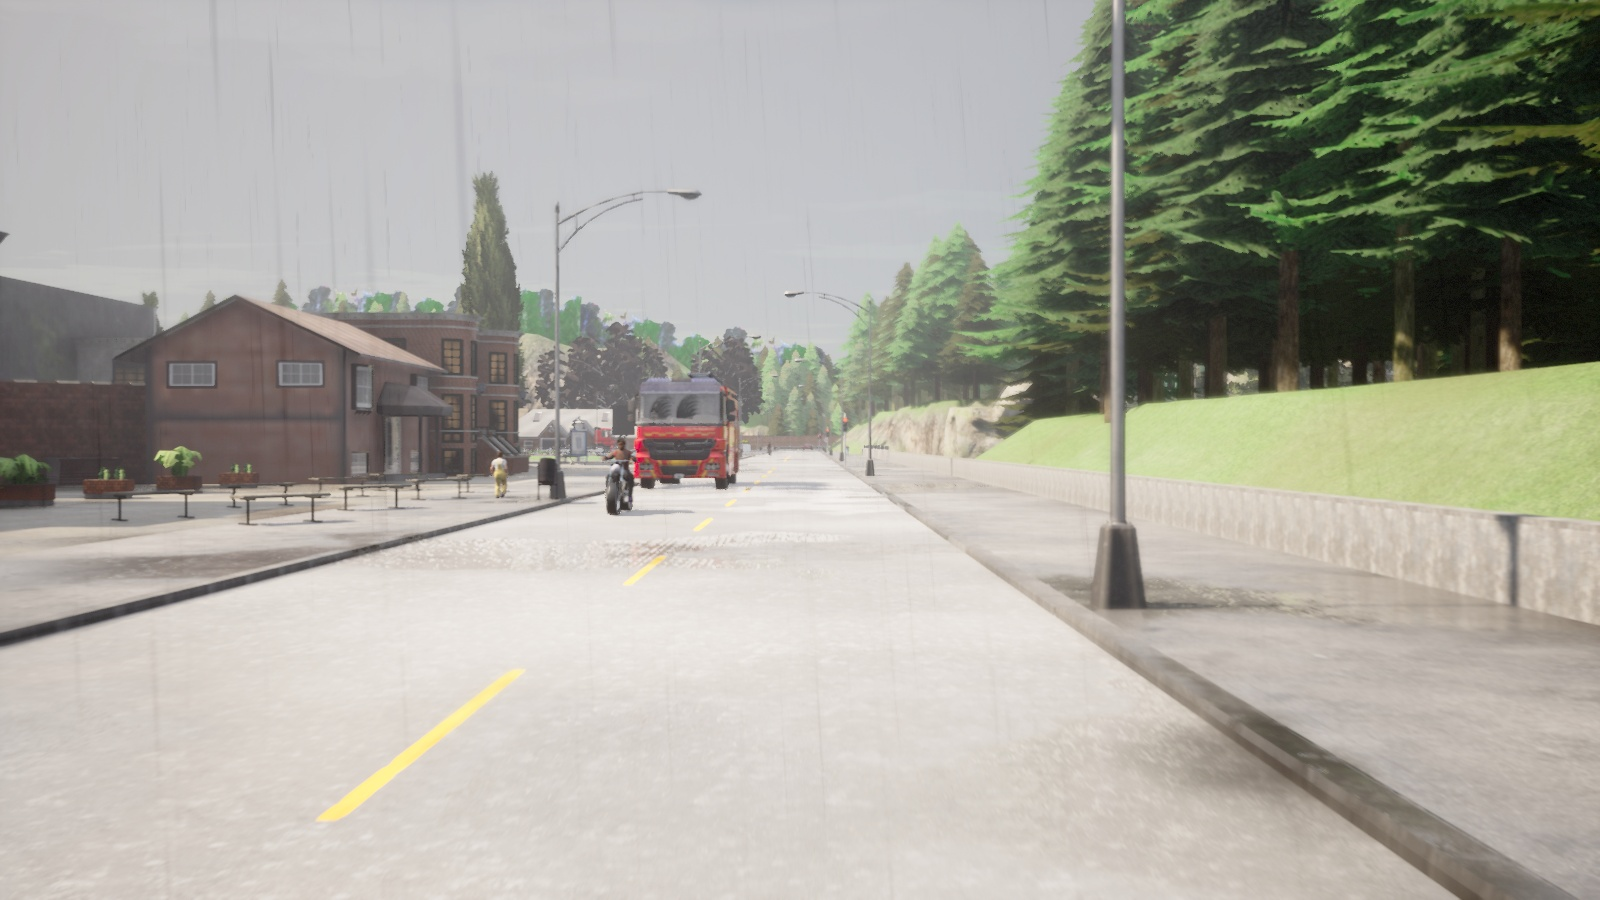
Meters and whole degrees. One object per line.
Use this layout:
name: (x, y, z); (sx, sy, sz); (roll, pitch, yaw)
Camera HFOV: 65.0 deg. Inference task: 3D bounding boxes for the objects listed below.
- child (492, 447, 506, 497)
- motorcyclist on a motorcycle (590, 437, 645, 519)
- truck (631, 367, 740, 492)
child: (-7.582, 0.552, 31.620); (0.270, 1.263, 0.437); (0, 0, -2)
motorcyclist on a motorcycle: (-3.814, 0.545, 26.435); (0.766, 1.649, 2.350); (0, 1, 1)
truck: (-3.718, -0.661, 42.718); (2.891, 3.827, 8.468); (0, 0, 0)
